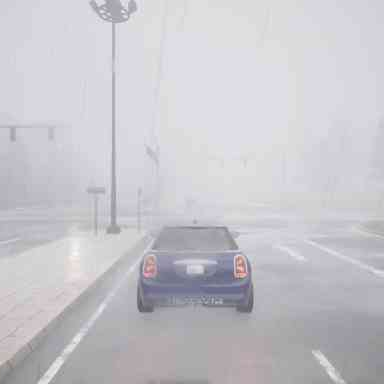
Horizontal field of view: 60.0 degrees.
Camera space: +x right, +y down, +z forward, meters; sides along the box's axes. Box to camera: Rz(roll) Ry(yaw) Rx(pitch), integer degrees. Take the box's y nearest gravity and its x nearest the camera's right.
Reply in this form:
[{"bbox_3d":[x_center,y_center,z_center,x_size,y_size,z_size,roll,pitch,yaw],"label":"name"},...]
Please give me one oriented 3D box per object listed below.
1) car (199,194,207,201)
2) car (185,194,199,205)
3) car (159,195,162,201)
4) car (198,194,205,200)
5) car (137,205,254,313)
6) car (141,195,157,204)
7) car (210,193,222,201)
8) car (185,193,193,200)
[{"bbox_3d":[2.858,1.513,85.220,1.812,1.442,4.674,0,0,-1],"label":"car"},{"bbox_3d":[-0.157,1.525,54.658,1.812,1.442,4.674,0,0,-1],"label":"car"},{"bbox_3d":[-8.458,1.355,73.543,2.097,1.767,4.553,0,0,-1],"label":"car"},{"bbox_3d":[2.694,1.442,95.544,1.882,1.535,5.008,0,0,-1],"label":"car"},{"bbox_3d":[0.071,1.352,7.839,2.097,1.767,4.553,0,0,0],"label":"car"},{"bbox_3d":[-8.341,1.547,62.322,2.033,1.411,5.357,0,0,0],"label":"car"},{"bbox_3d":[6.362,1.214,84.949,2.150,2.045,5.566,0,0,-1],"label":"car"},{"bbox_3d":[-0.806,1.189,95.518,2.150,2.045,5.566,0,0,-1],"label":"car"}]
